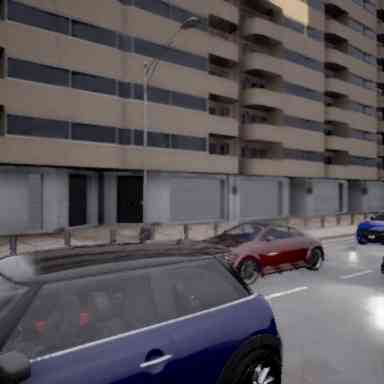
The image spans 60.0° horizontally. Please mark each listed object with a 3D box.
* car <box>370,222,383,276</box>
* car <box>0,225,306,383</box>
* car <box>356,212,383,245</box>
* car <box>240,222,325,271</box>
[{"bbox_3d":[6.854,1.552,8.724,4.674,1.442,1.812,0,0,-35],"label":"car"},{"bbox_3d":[-1.286,1.350,3.036,4.553,1.767,2.097,0,0,-35],"label":"car"},{"bbox_3d":[9.180,1.515,14.550,5.008,1.535,1.882,0,0,-34],"label":"car"},{"bbox_3d":[1.869,1.578,9.519,4.181,1.385,1.994,0,0,-34],"label":"car"}]
